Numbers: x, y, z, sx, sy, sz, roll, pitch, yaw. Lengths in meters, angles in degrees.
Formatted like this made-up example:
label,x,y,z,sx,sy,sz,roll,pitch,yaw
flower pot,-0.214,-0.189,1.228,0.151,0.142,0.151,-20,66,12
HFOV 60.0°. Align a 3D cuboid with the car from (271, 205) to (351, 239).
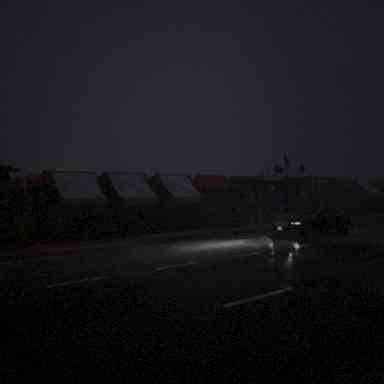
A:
label,x,y,z,sx,sy,sz,roll,pitch,yaw
car,6.075,1.405,16.872,4.902,1.511,2.128,-1,0,-35
